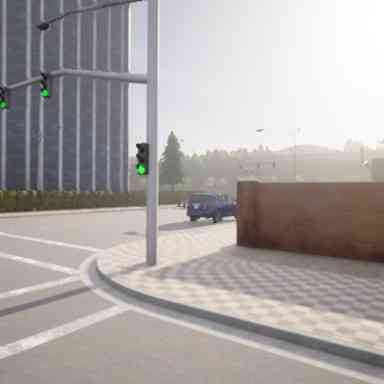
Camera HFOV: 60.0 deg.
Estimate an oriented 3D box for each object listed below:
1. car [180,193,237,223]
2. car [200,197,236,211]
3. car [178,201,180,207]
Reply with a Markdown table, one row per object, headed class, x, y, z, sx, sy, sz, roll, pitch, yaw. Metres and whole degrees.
| class | x | y | z | sx | sy | sz | roll | pitch | yaw |
| --- | --- | --- | --- | --- | --- | --- | --- | --- | --- |
| car | 1.812 | 1.085 | 24.207 | 2.150 | 2.045 | 5.566 | 1 | 1 | 35 |
| car | 3.066 | 1.289 | 38.259 | 1.837 | 1.490 | 4.892 | 1 | 0 | 36 |
| car | 0.254 | 1.236 | 40.345 | 2.128 | 1.511 | 4.902 | 1 | 0 | 36 |
